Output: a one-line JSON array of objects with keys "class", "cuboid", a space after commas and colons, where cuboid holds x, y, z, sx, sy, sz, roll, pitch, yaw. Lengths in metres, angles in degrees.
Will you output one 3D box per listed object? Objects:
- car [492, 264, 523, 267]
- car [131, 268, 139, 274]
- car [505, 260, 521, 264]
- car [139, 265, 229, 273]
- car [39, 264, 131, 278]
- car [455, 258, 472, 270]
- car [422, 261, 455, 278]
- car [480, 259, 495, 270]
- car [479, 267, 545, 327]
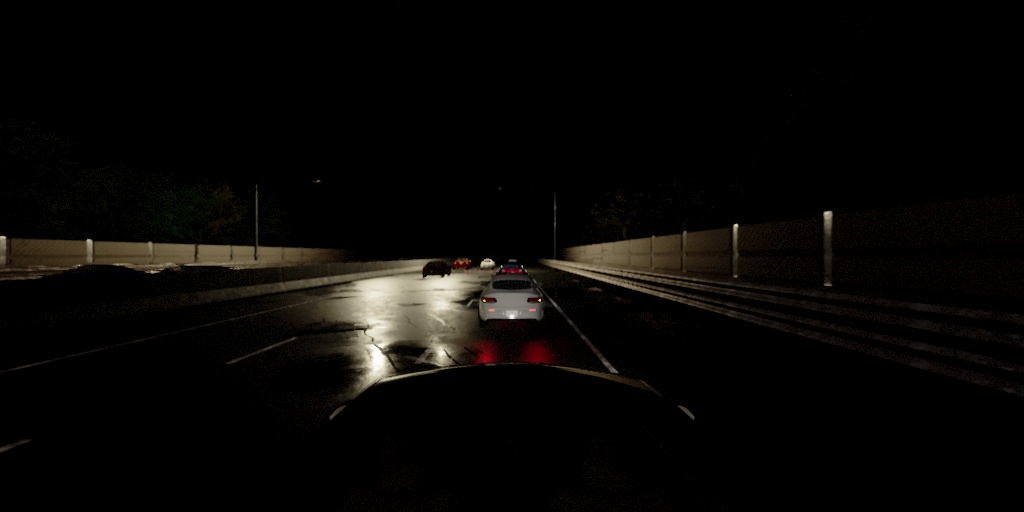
[{"class": "car", "cuboid": [-0.003, 1.320, 20.740, 1.895, 1.301, 4.718, 0, 0, 0]}, {"class": "car", "cuboid": [-21.023, 1.279, 22.951, 1.994, 1.385, 4.181, 0, 0, 0]}, {"class": "car", "cuboid": [-0.007, 1.268, 29.953, 1.994, 1.385, 4.181, 0, 0, 0]}, {"class": "car", "cuboid": [-17.549, 1.244, 20.227, 1.812, 1.442, 4.674, 0, 0, 1]}, {"class": "car", "cuboid": [-24.518, 1.207, 21.164, 1.812, 1.442, 4.674, 3, 0, 1]}, {"class": "car", "cuboid": [-6.909, 1.012, 50.902, 2.097, 1.767, 4.553, 0, 0, 0]}, {"class": "car", "cuboid": [-6.902, 1.175, 33.193, 1.882, 1.535, 5.008, 0, 0, 0]}, {"class": "car", "cuboid": [-3.409, 1.186, 51.005, 1.812, 1.442, 4.674, 0, 0, 0]}, {"class": "car", "cuboid": [-0.001, 1.260, 11.305, 1.812, 1.442, 4.674, 0, 0, 0]}]
